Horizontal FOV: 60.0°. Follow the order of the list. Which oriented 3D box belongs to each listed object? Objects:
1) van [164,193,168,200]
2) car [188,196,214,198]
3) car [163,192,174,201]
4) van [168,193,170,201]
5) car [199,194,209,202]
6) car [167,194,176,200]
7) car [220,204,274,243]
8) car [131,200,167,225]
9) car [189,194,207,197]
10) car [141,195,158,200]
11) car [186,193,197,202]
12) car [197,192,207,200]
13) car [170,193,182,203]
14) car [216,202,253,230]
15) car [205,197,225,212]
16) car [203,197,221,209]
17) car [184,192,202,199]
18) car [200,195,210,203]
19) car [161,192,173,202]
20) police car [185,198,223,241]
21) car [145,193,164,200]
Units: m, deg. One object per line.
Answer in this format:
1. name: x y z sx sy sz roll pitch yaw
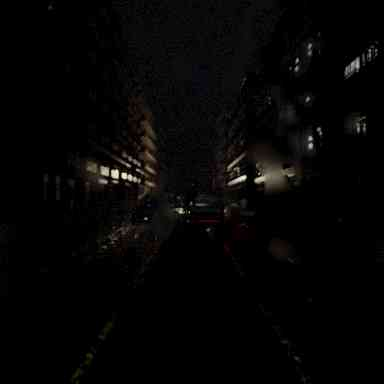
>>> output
1. van: -5.326 1.120 54.314 1.690 1.788 3.998 2 0 0
2. car: 0.808 1.353 26.213 1.882 1.535 5.008 0 0 0
3. car: -5.341 1.048 76.437 2.192 1.841 5.009 1 0 0
4. van: -5.331 1.106 59.846 1.690 1.788 3.998 1 0 0
5. car: 2.547 1.183 70.852 1.967 1.590 4.097 1 0 0
6. car: -5.355 1.284 87.500 1.947 1.339 4.313 1 0 0
7. car: 2.575 1.466 15.545 1.887 1.381 4.507 1 0 0
8. car: -2.862 1.453 22.542 1.994 1.385 4.181 0 0 0
9. car: 0.804 1.307 32.407 1.801 1.575 5.366 0 0 0
10. car: -5.320 1.358 37.555 1.752 1.417 4.829 2 0 0
11. car: -0.044 1.103 66.906 2.097 1.767 4.553 0 0 0
12. car: 2.501 1.040 81.914 2.192 1.841 5.009 1 0 0
13. car: -2.816 1.263 63.331 1.837 1.490 4.892 0 0 0
14. car: 2.571 1.421 21.247 1.752 1.417 4.829 1 0 0
15. car: 2.559 1.377 37.667 1.887 1.381 4.507 1 0 0
16. car: 2.555 1.364 43.199 2.008 1.369 4.403 1 0 0
17. car: -0.034 1.007 51.961 2.150 2.045 5.566 0 0 0
18. car: 2.541 1.298 65.321 1.887 1.381 4.507 1 0 0
19. car: -5.338 1.058 70.907 2.192 1.841 5.009 1 0 0
20. police car: 0.699 1.343 16.318 1.930 1.638 5.238 0 0 0
21. car: -5.318 1.128 43.256 2.192 1.841 5.009 2 0 0
